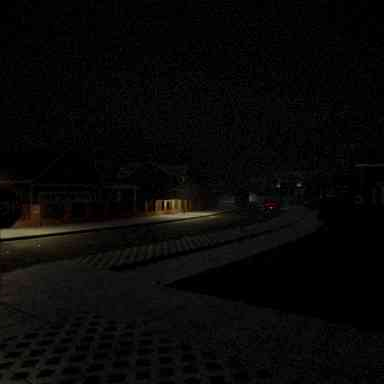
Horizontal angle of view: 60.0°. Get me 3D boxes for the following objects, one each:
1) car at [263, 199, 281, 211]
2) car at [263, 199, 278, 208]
[{"bbox_3d":[10.305,1.680,42.910,1.837,1.490,4.892,0,0,15],"label":"car"},{"bbox_3d":[12.431,1.811,53.086,1.895,1.301,4.718,0,0,8],"label":"car"}]
